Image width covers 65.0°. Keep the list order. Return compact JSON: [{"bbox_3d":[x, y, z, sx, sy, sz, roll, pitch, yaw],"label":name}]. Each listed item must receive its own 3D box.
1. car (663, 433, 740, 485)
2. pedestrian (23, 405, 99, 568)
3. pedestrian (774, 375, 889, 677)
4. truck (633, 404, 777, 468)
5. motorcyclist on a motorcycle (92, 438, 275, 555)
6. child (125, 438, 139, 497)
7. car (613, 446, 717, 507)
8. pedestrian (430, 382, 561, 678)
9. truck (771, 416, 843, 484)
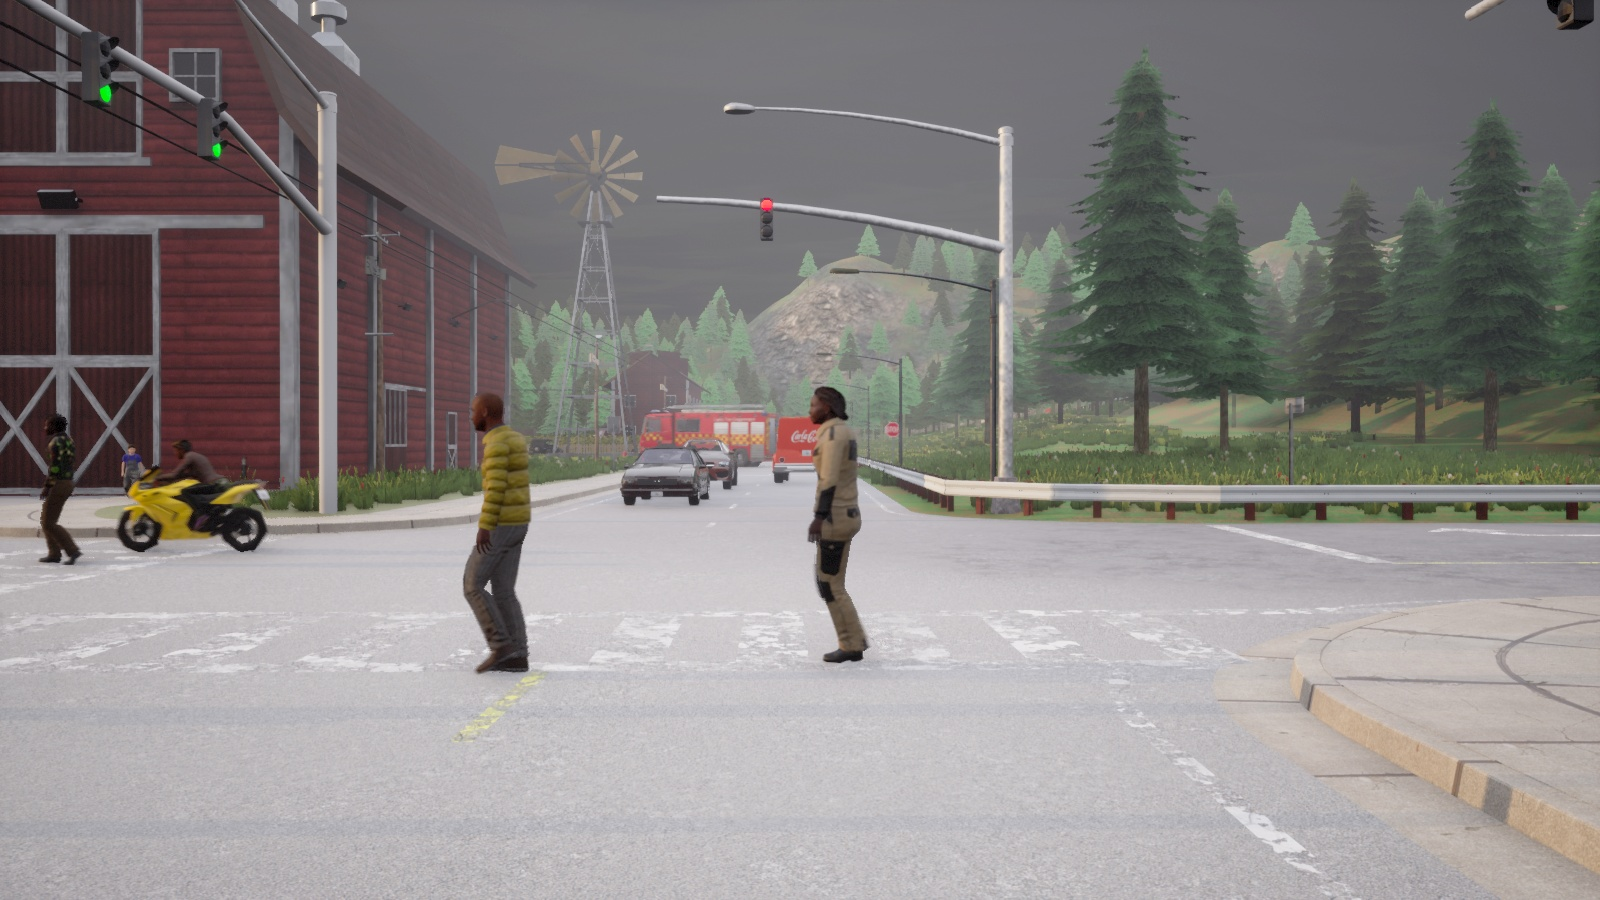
[{"bbox_3d":[-3.251,0.283,42.350,2.152,1.651,5.027,0,0,0],"label":"car"},{"bbox_3d":[-8.903,0.429,15.138,0.692,1.930,0.395,0,0,-8],"label":"pedestrian"},{"bbox_3d":[0.214,0.486,8.308,0.692,1.930,0.396,0,0,13],"label":"pedestrian"},{"bbox_3d":[-5.937,-0.866,78.502,8.468,3.827,2.891,0,0,16],"label":"truck"},{"bbox_3d":[-8.217,0.602,16.796,2.044,1.523,0.797,0,0,-1],"label":"motorcyclist on a motorcycle"},{"bbox_3d":[-14.440,0.374,27.153,0.270,1.263,0.437,0,0,-27],"label":"child"},{"bbox_3d":[-3.308,0.611,31.870,2.033,1.411,5.357,0,0,0],"label":"car"},{"bbox_3d":[-1.936,0.493,8.017,0.726,1.835,0.370,0,0,7],"label":"pedestrian"},{"bbox_3d":[0.283,-0.013,48.396,2.627,2.467,5.204,0,0,0],"label":"truck"}]
